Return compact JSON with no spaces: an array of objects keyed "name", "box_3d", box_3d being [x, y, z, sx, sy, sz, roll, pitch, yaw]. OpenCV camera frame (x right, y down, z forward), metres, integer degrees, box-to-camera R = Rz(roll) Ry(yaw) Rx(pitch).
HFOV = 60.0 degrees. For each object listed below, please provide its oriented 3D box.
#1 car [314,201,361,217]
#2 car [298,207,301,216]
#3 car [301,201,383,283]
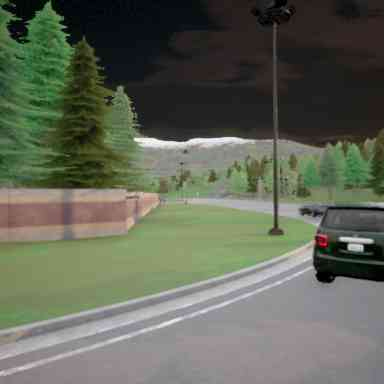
[{"name":"car","box_3d":[15.145,1.708,35.043,2.033,1.411,5.357,0,0,-7]},{"name":"car","box_3d":[11.722,1.652,31.647,2.128,1.511,4.902,0,0,-3]},{"name":"car","box_3d":[5.088,1.258,9.142,2.150,2.045,5.566,0,0,38]}]
